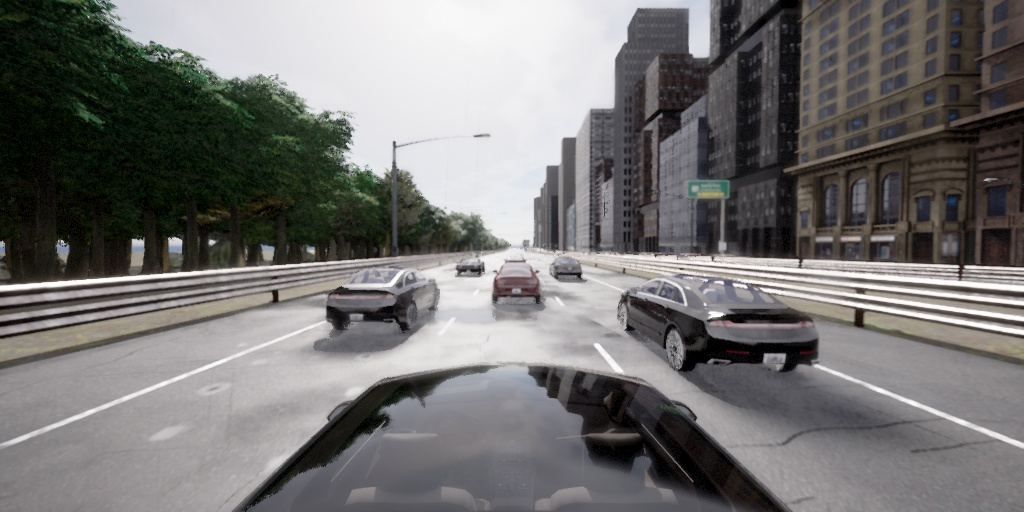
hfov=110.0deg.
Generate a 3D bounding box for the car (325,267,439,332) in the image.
[{"bbox_3d":[-3.363,1.065,10.200,2.128,1.511,4.902,0,1,0],"label":"car"}]

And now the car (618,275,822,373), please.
[{"bbox_3d":[3.609,1.127,7.305,2.128,1.511,4.902,0,1,1],"label":"car"}]

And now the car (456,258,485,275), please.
[{"bbox_3d":[-3.228,0.790,28.933,1.895,1.301,4.718,0,1,0],"label":"car"}]

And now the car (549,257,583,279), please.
[{"bbox_3d":[3.744,0.808,25.533,2.033,1.411,5.357,0,1,1],"label":"car"}]

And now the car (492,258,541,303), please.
[{"bbox_3d":[0.178,1.005,14.817,1.812,1.442,4.674,0,1,0],"label":"car"}]

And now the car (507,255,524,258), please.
[{"bbox_3d":[0.283,0.652,30.410,2.128,1.511,4.902,0,1,0],"label":"car"}]
